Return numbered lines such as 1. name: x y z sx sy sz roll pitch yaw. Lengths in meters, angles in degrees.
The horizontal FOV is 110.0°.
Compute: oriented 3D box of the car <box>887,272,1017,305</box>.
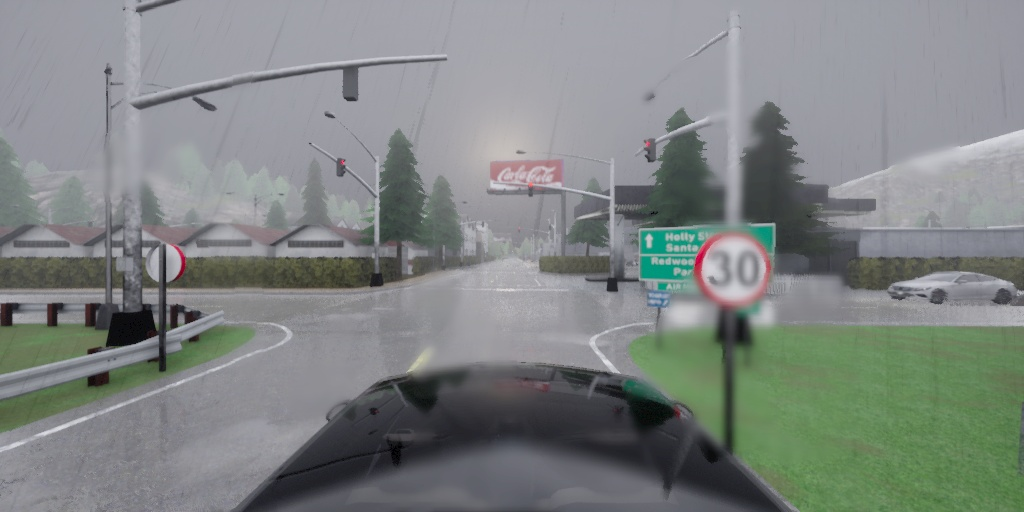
1. car: 20.620 1.461 16.864 4.674 1.442 1.812 0 0 1
